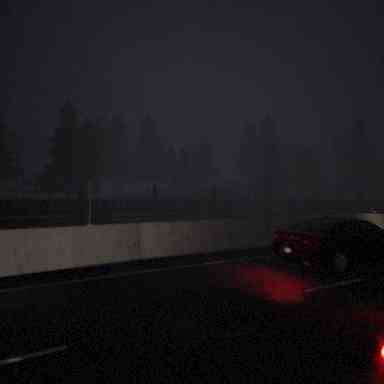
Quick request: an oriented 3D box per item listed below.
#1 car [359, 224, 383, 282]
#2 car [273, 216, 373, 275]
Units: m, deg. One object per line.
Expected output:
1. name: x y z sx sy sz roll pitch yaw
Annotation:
1. car: 6.324 1.544 7.448 4.902 1.511 2.128 1 0 -29
2. car: 4.876 1.513 10.647 5.008 1.535 1.882 1 0 -29
